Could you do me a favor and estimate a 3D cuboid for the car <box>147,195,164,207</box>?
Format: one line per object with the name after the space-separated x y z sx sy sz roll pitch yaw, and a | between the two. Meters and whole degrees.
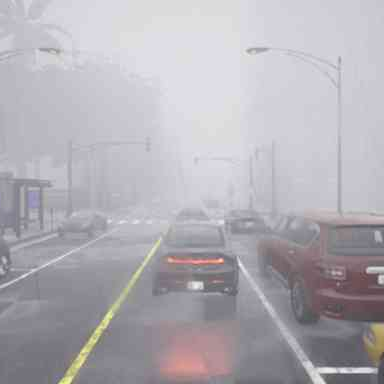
-5.743 1.522 49.802 2.008 1.369 4.403 0 0 0 | car

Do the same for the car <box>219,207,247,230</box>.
2.768 1.560 17.921 1.947 1.339 4.313 0 0 0 | car

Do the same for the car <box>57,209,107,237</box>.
-5.757 1.576 17.943 1.802 1.307 4.206 0 0 0 | car

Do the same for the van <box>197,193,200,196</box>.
2.796 1.272 82.300 1.690 1.788 3.998 0 0 0 | van

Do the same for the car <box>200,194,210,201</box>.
2.785 1.492 55.369 1.752 1.417 4.829 0 0 0 | car

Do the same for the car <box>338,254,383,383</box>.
2.761 1.525 1.815 1.752 1.417 4.829 0 0 0 | car

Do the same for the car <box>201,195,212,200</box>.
2.782 1.538 49.778 1.947 1.339 4.313 0 0 0 | car

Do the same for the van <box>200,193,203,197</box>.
2.786 1.302 60.619 1.690 1.788 3.998 0 0 0 | van

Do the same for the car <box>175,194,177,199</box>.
-5.726 1.447 87.574 1.752 1.417 4.829 0 0 0 | car

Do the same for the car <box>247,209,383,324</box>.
2.762 1.313 7.071 2.192 1.841 5.009 0 0 0 | car

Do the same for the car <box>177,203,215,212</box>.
0.010 1.558 18.679 1.994 1.385 4.181 0 0 0 | car

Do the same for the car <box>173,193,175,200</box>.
-5.732 1.254 76.904 2.192 1.841 5.009 0 0 0 | car

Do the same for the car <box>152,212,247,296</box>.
0.080 1.503 8.650 1.837 1.490 4.892 0 0 0 | car

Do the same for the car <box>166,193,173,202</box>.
-5.734 1.387 71.483 1.967 1.590 4.097 0 0 0 | car

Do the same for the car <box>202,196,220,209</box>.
2.780 1.542 44.358 1.947 1.339 4.313 0 0 0 | car

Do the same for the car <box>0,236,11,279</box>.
-5.762 1.438 7.090 1.967 1.590 4.097 0 0 0 | car

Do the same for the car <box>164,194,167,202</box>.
-5.741 1.407 55.222 1.967 1.590 4.097 0 0 0 | car
